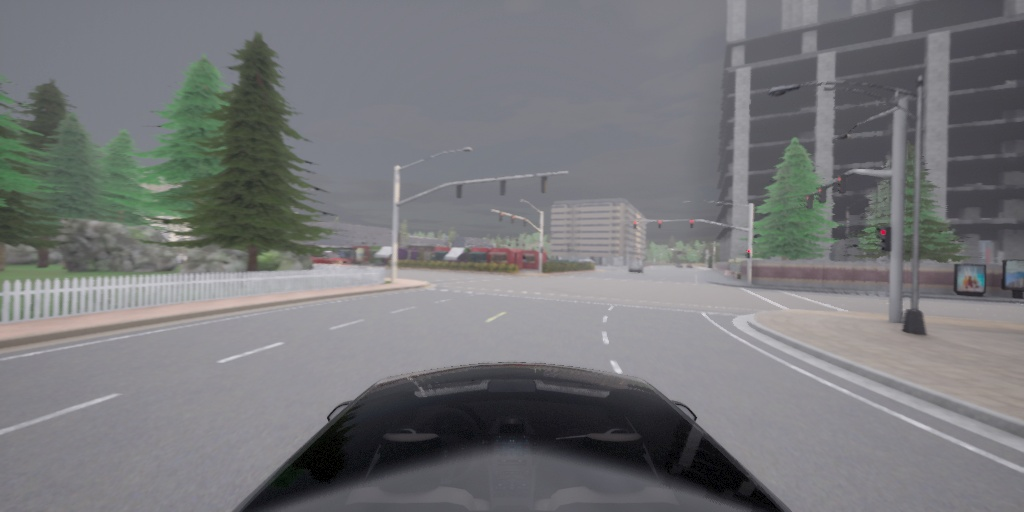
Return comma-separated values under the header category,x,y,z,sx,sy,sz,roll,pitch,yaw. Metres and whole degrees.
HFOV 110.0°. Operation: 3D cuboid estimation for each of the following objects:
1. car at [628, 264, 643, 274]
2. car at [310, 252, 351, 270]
category,x,y,z,sx,sy,sz,roll,pitch,yaw
car,20.370,2.149,58.983,1.882,1.535,5.008,2,1,27
car,-21.275,0.603,41.732,5.566,2.045,2.150,2,0,28
